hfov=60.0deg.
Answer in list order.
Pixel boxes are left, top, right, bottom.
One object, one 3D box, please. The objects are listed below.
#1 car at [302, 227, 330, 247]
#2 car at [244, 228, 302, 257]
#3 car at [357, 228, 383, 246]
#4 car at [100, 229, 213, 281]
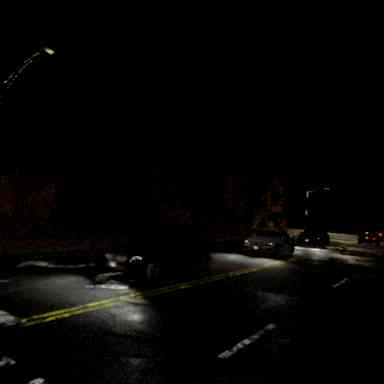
[{"bbox_3d":[10.402,3.795,28.305,1.837,1.490,4.892,2,-4,33],"label":"car"},{"bbox_3d":[4.766,2.921,19.844,1.812,1.442,4.674,2,-4,34],"label":"car"},{"bbox_3d":[18.323,4.757,34.418,2.033,1.411,5.357,2,-4,32],"label":"car"},{"bbox_3d":[-0.959,2.034,11.582,1.812,1.442,4.674,1,-4,35],"label":"car"}]
